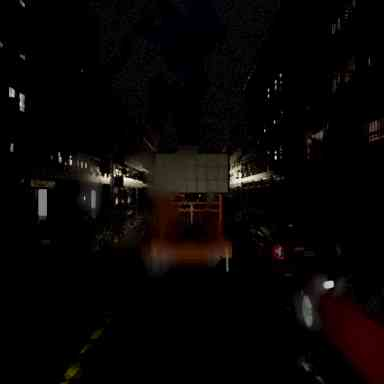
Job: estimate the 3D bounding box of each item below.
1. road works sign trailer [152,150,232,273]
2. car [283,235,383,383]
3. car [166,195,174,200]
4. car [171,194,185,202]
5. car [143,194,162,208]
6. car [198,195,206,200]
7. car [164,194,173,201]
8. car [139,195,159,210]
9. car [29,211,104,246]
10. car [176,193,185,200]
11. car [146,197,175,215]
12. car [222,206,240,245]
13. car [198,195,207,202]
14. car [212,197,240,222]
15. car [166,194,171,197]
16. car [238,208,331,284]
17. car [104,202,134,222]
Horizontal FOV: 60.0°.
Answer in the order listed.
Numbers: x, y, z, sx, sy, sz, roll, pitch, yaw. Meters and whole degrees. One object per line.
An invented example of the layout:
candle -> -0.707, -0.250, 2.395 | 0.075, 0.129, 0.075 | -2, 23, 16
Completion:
road works sign trailer -> -0.011, 0.463, 10.669 | 2.380, 3.560, 2.880 | 0, 0, 0
car -> 2.689, 1.544, 3.903 | 1.887, 1.381, 4.507 | 0, 0, 0
car -> -5.788, 1.506, 88.444 | 1.887, 1.381, 4.507 | 0, 0, 0
car -> -3.083, 1.447, 74.232 | 1.882, 1.535, 5.008 | 0, 0, 0
car -> -5.743, 1.299, 48.989 | 2.192, 1.841, 5.009 | 0, 0, 0
car -> 2.592, 1.506, 88.449 | 1.887, 1.381, 4.507 | 0, 0, 0
car -> -5.782, 1.405, 82.806 | 1.967, 1.590, 4.097 | 0, 0, 0
car -> -5.737, 1.427, 43.353 | 1.967, 1.590, 4.097 | 0, 0, 0
car -> -5.705, 1.564, 15.169 | 1.947, 1.339, 4.313 | 0, 0, 0
car -> -3.102, 1.207, 90.637 | 2.150, 2.045, 5.566 | 0, 0, 0
car -> -3.138, 1.539, 34.335 | 2.033, 1.411, 5.357 | 0, 0, 0
car -> 2.676, 1.548, 15.175 | 2.008, 1.369, 4.403 | 0, 0, 0
car -> 2.604, 1.494, 77.346 | 1.752, 1.417, 4.829 | 0, 0, 0
car -> 2.664, 1.309, 26.449 | 2.192, 1.841, 5.009 | 0, 0, 0
car -> -5.775, 1.284, 77.171 | 2.192, 1.841, 5.009 | 0, 0, 0
car -> 2.682, 1.439, 9.540 | 1.967, 1.590, 4.097 | 0, 0, 0
car -> -5.718, 1.520, 26.272 | 1.752, 1.417, 4.829 | 0, 0, 0
